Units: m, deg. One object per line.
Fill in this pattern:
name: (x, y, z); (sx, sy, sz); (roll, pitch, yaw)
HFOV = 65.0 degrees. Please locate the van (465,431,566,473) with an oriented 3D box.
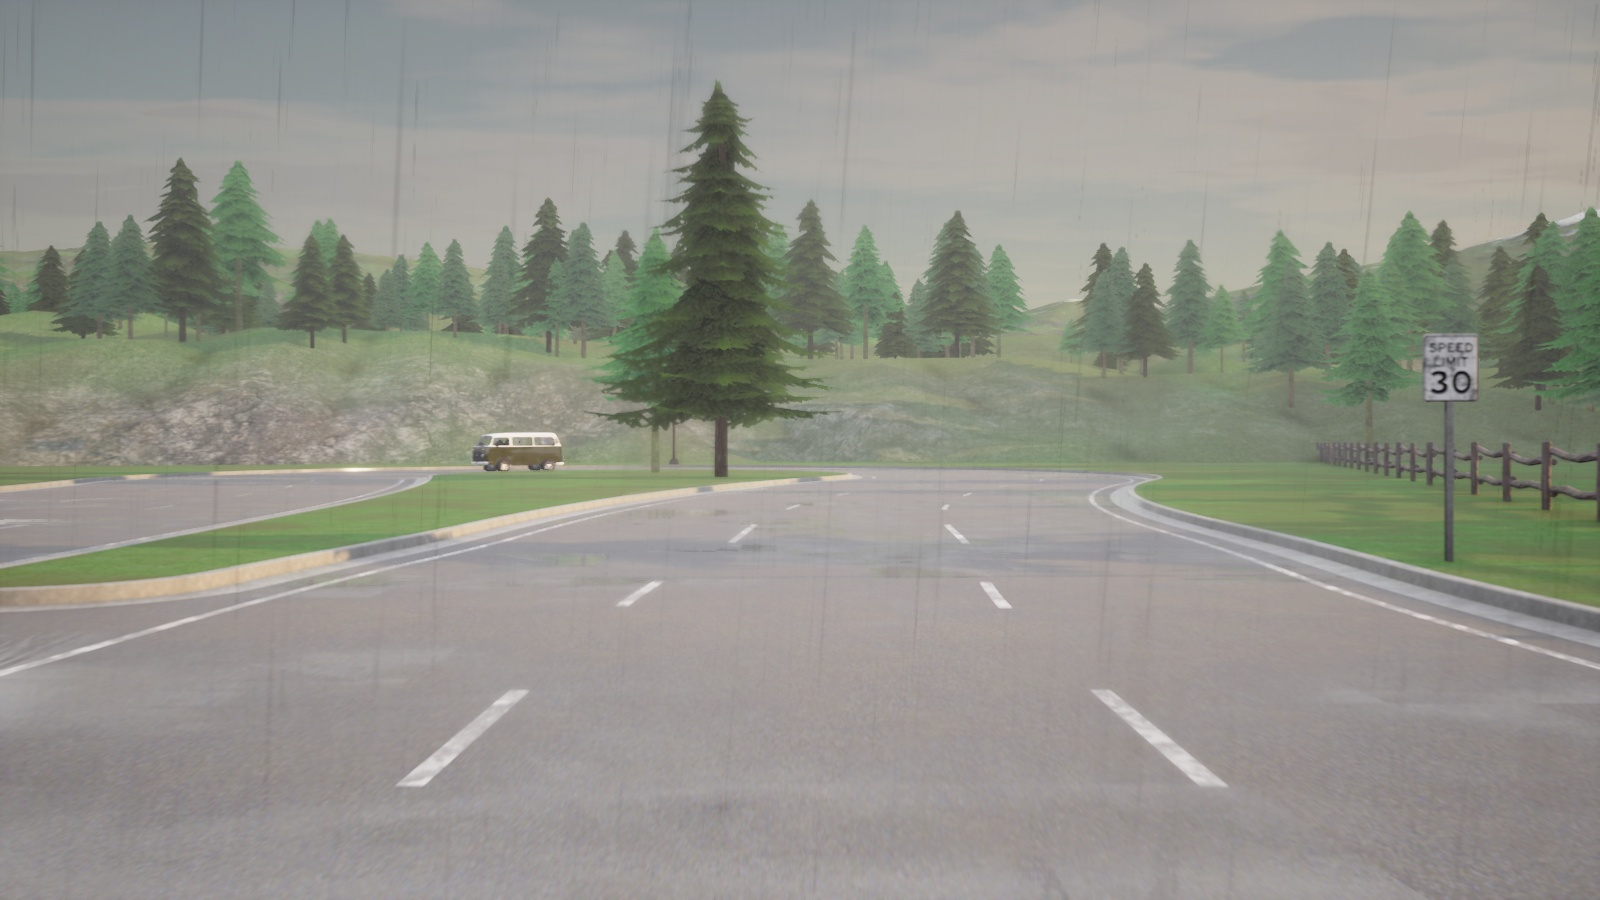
van: (-14.281, 0.102, 63.175); (4.480, 2.038, 2.069); (0, 0, -39)
